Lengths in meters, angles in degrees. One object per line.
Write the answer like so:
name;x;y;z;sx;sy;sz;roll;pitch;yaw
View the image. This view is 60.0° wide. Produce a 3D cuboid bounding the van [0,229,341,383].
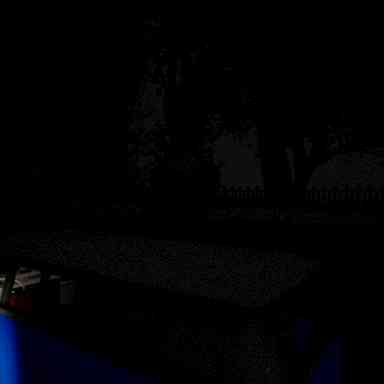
van;-0.690;1.341;3.203;3.998;1.788;1.690;0;0;35
